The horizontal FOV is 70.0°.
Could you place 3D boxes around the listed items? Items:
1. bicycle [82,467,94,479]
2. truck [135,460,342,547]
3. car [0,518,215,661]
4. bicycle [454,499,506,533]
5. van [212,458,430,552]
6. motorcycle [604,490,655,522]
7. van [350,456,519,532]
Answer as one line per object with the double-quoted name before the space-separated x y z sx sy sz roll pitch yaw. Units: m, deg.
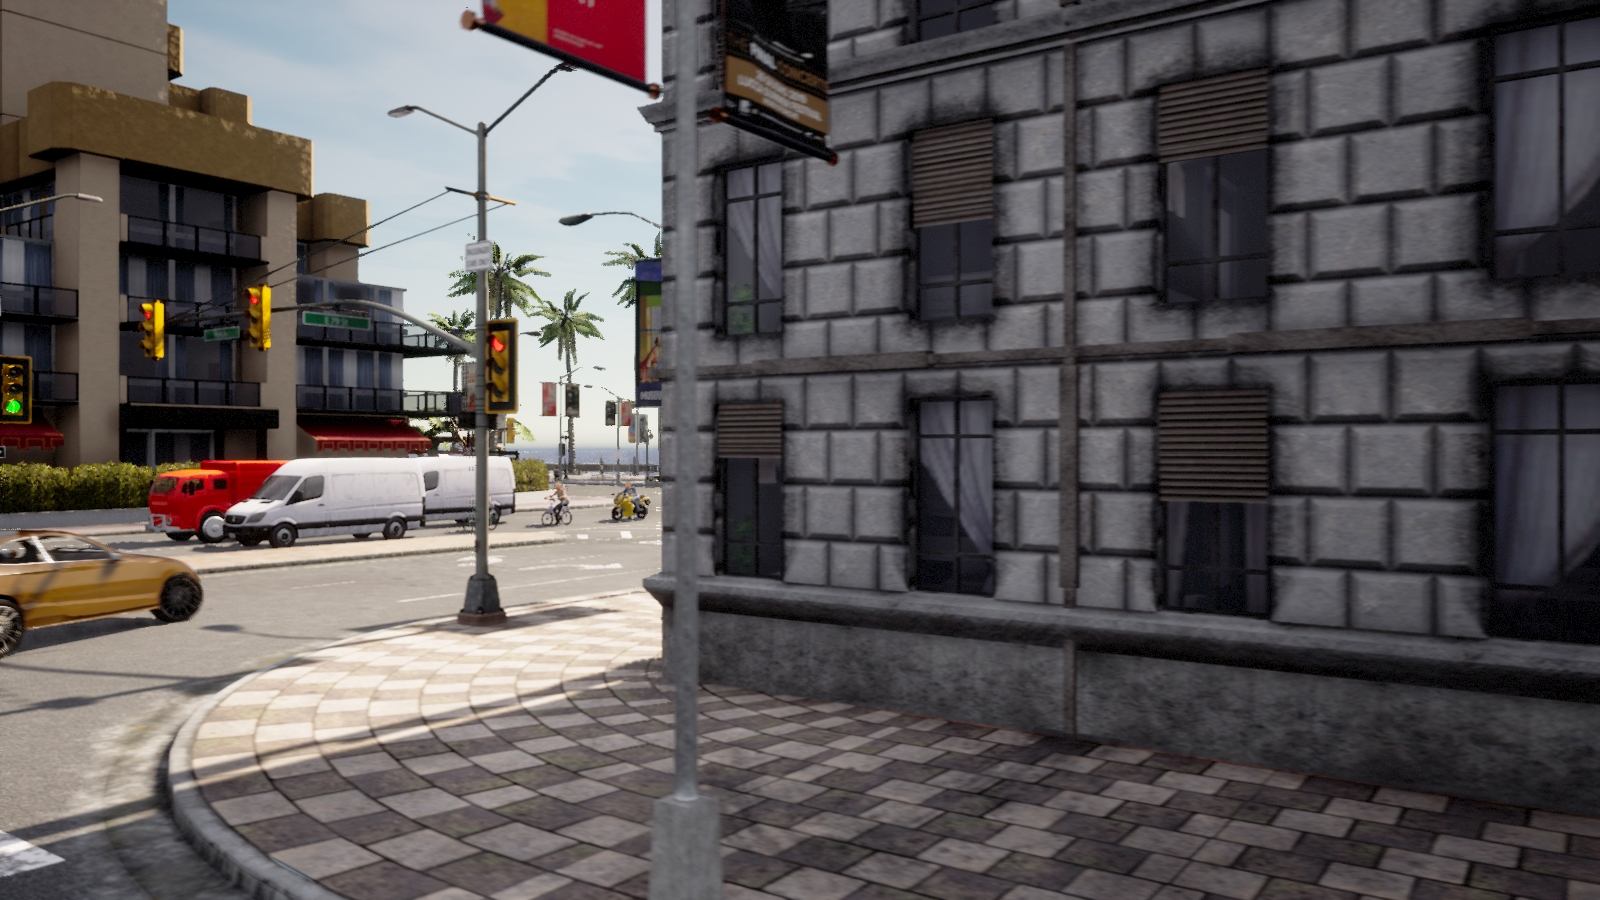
"bicycle" -68.562 2.197 110.028 1.835 1.171 0.329 0 0 36
"truck" -17.526 1.564 35.922 2.627 2.467 5.204 0 0 35
"car" -11.408 1.989 16.978 2.152 1.651 5.027 0 0 12
"bicycle" -10.970 2.253 39.206 0.859 1.080 1.487 0 0 35
"van" -14.263 1.531 34.470 1.988 2.561 5.915 0 0 35
"motorcycle" -6.730 2.209 45.252 0.803 1.145 2.033 0 0 35
"van" -13.275 1.530 41.931 1.988 2.561 5.915 0 0 35
